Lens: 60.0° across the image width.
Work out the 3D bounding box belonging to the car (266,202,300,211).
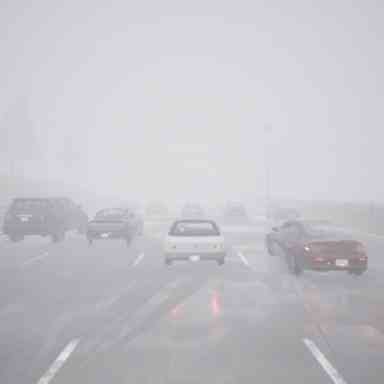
[{"bbox_3d":[7.064,1.522,26.032,1.812,1.442,4.674,0,0,0],"label":"car"}]

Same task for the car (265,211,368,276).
[{"bbox_3d":[3.585,1.524,10.260,1.812,1.442,4.674,0,0,0],"label":"car"}]

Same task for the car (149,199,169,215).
[{"bbox_3d":[-3.448,1.479,34.199,1.882,1.535,5.008,0,0,0],"label":"car"}]

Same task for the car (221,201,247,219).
[{"bbox_3d":[3.560,1.524,28.617,1.812,1.442,4.674,0,0,0],"label":"car"}]

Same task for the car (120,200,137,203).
[{"bbox_3d":[-6.950,1.567,35.934,1.994,1.385,4.181,0,0,0],"label":"car"}]

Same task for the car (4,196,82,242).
[{"bbox_3d":[-6.922,1.224,16.414,2.150,2.045,5.566,0,0,0],"label":"car"}]

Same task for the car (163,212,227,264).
[{"bbox_3d":[0.084,1.601,11.743,1.895,1.301,4.718,0,0,0],"label":"car"}]

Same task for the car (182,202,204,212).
[{"bbox_3d":[0.056,1.563,30.782,1.994,1.385,4.181,0,0,0],"label":"car"}]

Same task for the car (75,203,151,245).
[{"bbox_3d":[-3.423,1.493,15.475,2.128,1.511,4.902,0,0,0],"label":"car"}]
